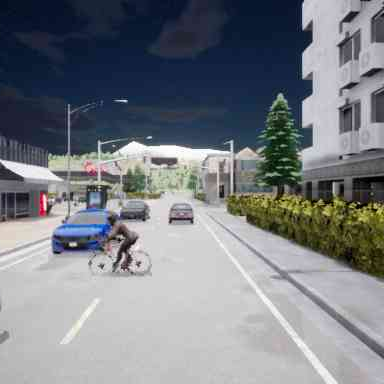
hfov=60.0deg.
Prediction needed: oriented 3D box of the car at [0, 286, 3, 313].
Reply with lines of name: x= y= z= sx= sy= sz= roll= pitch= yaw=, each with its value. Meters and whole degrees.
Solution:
car: x=-3.659 y=1.601 z=2.672 sx=1.895 sy=1.301 sz=4.718 roll=0 pitch=0 yaw=-2

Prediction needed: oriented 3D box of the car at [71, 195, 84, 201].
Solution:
car: x=-29.128 y=1.552 z=84.648 sx=1.970 sy=1.475 sz=3.806 roll=0 pitch=0 yaw=-2

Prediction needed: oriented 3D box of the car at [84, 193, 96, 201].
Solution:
car: x=-25.782 y=1.268 z=84.172 sx=1.905 sy=1.878 sz=3.866 roll=0 pitch=0 yaw=-2

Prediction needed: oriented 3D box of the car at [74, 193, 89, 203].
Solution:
car: x=-21.406 y=1.489 z=66.456 sx=2.007 sy=1.523 sz=4.514 roll=0 pitch=0 yaw=-2

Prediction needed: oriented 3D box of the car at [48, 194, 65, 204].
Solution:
car: x=-24.780 y=1.423 z=59.264 sx=1.970 sy=1.475 sz=3.806 roll=0 pitch=0 yaw=-2

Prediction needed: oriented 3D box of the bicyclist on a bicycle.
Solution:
bicyclist on a bicycle: x=-1.919 y=1.453 z=8.811 sx=1.656 sy=1.620 sz=0.582 roll=-2 pitch=0 yaw=-2

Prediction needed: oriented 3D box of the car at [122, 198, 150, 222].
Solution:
car: x=-4.467 y=1.477 z=26.615 sx=1.882 sy=1.535 sz=5.008 roll=0 pitch=0 yaw=-2

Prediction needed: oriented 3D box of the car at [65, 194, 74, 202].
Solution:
car: x=-28.747 y=1.288 z=76.177 sx=1.932 sy=1.855 sz=4.605 roll=0 pitch=0 yaw=-2

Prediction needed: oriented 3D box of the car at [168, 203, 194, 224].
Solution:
car: x=-0.803 y=1.547 z=25.009 sx=2.033 sy=1.411 sz=5.357 roll=0 pitch=0 yaw=-2

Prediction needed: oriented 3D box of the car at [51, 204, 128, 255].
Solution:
car: x=-4.068 y=1.478 z=13.623 sx=1.882 sy=1.535 sz=5.008 roll=0 pitch=0 yaw=-2
